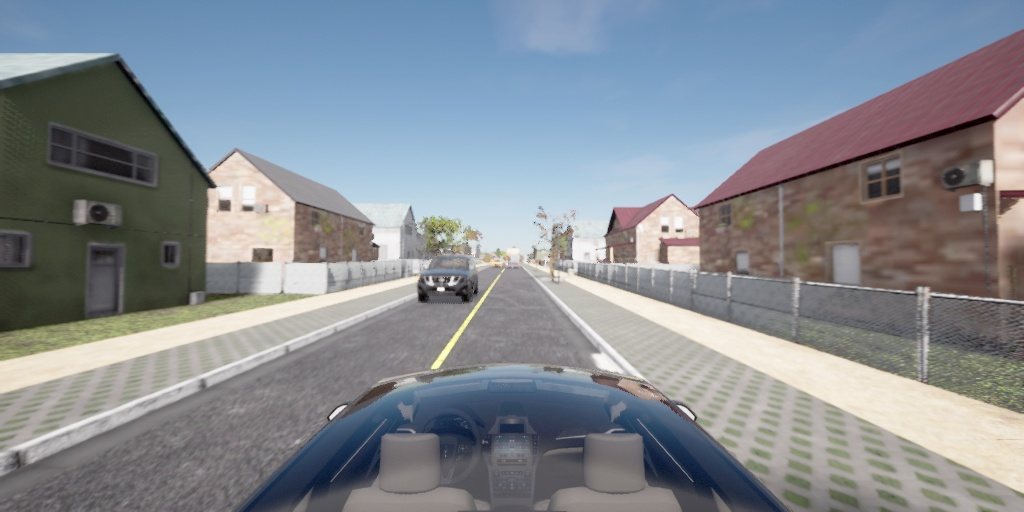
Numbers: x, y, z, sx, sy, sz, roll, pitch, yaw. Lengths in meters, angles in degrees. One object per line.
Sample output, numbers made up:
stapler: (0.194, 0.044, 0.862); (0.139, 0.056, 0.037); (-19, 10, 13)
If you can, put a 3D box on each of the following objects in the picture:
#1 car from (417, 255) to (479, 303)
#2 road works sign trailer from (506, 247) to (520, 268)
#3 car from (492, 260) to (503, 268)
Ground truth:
car: (-2.817, 0.963, 16.988); (2.150, 2.045, 5.566); (0, 0, 0)
road works sign trailer: (0.113, 0.280, 61.155); (2.380, 3.560, 2.880); (0, 0, 0)
car: (-2.643, 1.388, 64.890); (1.882, 1.535, 5.008); (0, 0, 1)
